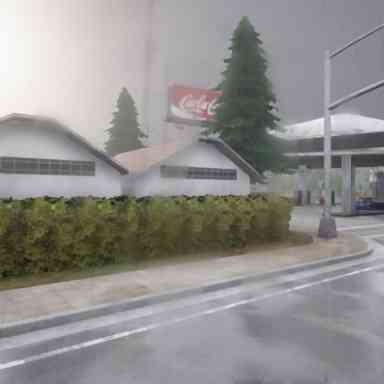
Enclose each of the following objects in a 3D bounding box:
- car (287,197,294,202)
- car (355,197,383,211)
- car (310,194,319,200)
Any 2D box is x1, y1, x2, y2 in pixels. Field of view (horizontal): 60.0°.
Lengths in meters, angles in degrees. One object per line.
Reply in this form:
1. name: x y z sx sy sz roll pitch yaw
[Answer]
1. car: 16.767 1.541 61.992 5.357 1.411 2.033 0 0 -35
2. car: 21.347 1.475 39.676 4.611 1.667 2.242 0 0 -36
3. car: 32.425 1.320 89.168 2.152 1.636 5.027 0 0 -36
